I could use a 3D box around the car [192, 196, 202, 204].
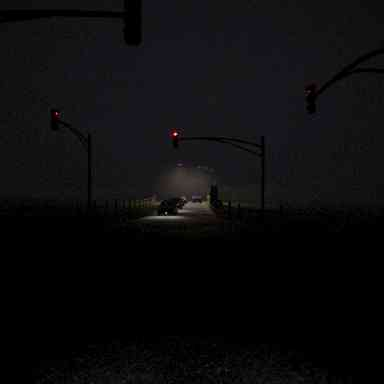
[{"bbox_3d":[1.029,1.495,65.906,1.882,1.535,5.008,0,0,1],"label":"car"}]

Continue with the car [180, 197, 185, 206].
[{"bbox_3d":[-2.255,1.515,43.730,1.837,1.490,4.892,0,0,1],"label":"car"}]

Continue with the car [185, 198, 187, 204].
[{"bbox_3d":[-2.104,1.560,53.794,2.033,1.411,5.357,0,0,1],"label":"car"}]

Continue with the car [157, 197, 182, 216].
[{"bbox_3d":[-2.388,1.553,33.354,2.033,1.411,5.357,0,0,0],"label":"car"}]

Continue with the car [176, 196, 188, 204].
[{"bbox_3d":[-1.903,1.581,63.799,1.994,1.385,4.181,0,0,2],"label":"car"}]

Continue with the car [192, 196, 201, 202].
[{"bbox_3d":[1.090,1.617,75.940,1.895,1.301,4.718,0,0,1],"label":"car"}]
